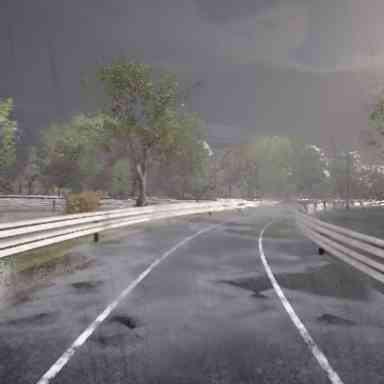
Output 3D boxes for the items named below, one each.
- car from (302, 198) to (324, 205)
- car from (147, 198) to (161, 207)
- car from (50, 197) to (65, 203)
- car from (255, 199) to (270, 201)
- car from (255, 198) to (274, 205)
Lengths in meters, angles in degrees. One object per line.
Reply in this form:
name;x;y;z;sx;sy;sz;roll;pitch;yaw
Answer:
car;30.564;2.736;84.152;4.892;1.490;1.837;2;0;-42
car;-5.692;1.691;51.926;5.357;1.411;2.033;2;0;-42
car;-16.983;1.347;46.571;5.357;1.411;2.033;2;0;-42
car;15.907;2.334;75.807;4.674;1.442;1.812;2;0;-42
car;18.075;2.395;82.415;4.902;1.511;2.128;2;0;-42
